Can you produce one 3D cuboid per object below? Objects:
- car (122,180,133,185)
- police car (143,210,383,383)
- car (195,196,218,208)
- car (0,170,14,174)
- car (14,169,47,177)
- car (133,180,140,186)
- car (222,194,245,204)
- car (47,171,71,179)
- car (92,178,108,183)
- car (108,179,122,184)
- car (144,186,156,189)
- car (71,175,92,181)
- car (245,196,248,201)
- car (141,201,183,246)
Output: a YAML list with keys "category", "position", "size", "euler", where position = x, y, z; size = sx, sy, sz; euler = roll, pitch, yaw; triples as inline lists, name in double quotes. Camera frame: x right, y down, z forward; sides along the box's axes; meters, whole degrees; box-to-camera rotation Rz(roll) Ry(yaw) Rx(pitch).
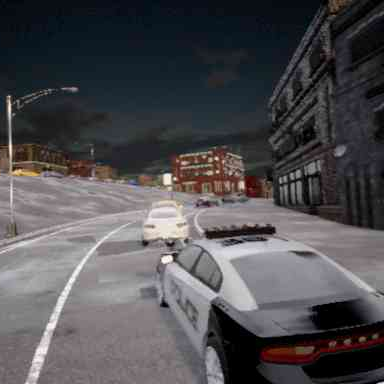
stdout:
- category: "car"
  position: [-15.997, -1.854, 75.498]
  size: [2.185, 1.767, 4.553]
  euler: [-4, -3, 15]
- category: "police car"
  position: [0.668, 1.315, 5.038]
  size: [1.930, 1.638, 5.238]
  euler: [-2, 1, -16]
- category: "car"
  position: [1.918, 1.193, 42.979]
  size: [1.812, 1.442, 4.674]
  euler: [-4, -1, 23]
- category: "car"
  position: [-26.568, -2.612, 43.870]
  size: [2.002, 1.452, 4.674]
  euler: [-4, -3, 23]
- category: "car"
  position: [-24.530, -2.521, 49.030]
  size: [2.097, 1.535, 5.008]
  euler: [-4, -3, 21]
- category: "car"
  position: [-14.610, -1.761, 80.934]
  size: [2.435, 2.045, 5.566]
  euler: [-4, -3, 14]
- category: "car"
  position: [6.214, 1.089, 52.788]
  size: [2.128, 1.511, 4.902]
  euler: [-4, -1, 25]
- category: "car"
  position: [-22.615, -2.508, 54.213]
  size: [2.185, 1.767, 4.553]
  euler: [-4, -3, 20]
- category: "car"
  position: [-19.043, -2.039, 64.869]
  size: [2.002, 1.452, 4.674]
  euler: [-4, -3, 18]
- category: "car"
  position: [-17.488, -1.920, 70.061]
  size: [2.231, 1.521, 4.892]
  euler: [-4, -3, 17]
- category: "car"
  position: [-12.222, -0.950, 91.693]
  size: [2.002, 1.452, 4.674]
  euler: [-3, -4, 12]
- category: "car"
  position: [-20.741, -2.202, 59.619]
  size: [2.163, 1.488, 4.792]
  euler: [-4, -3, 19]
- category: "car"
  position: [10.237, 1.425, 69.561]
  size: [1.895, 1.301, 4.718]
  euler: [-4, -2, 25]
- category: "car"
  position: [-1.206, 1.354, 14.287]
  size: [1.812, 1.442, 4.674]
  euler: [-2, 1, -7]
